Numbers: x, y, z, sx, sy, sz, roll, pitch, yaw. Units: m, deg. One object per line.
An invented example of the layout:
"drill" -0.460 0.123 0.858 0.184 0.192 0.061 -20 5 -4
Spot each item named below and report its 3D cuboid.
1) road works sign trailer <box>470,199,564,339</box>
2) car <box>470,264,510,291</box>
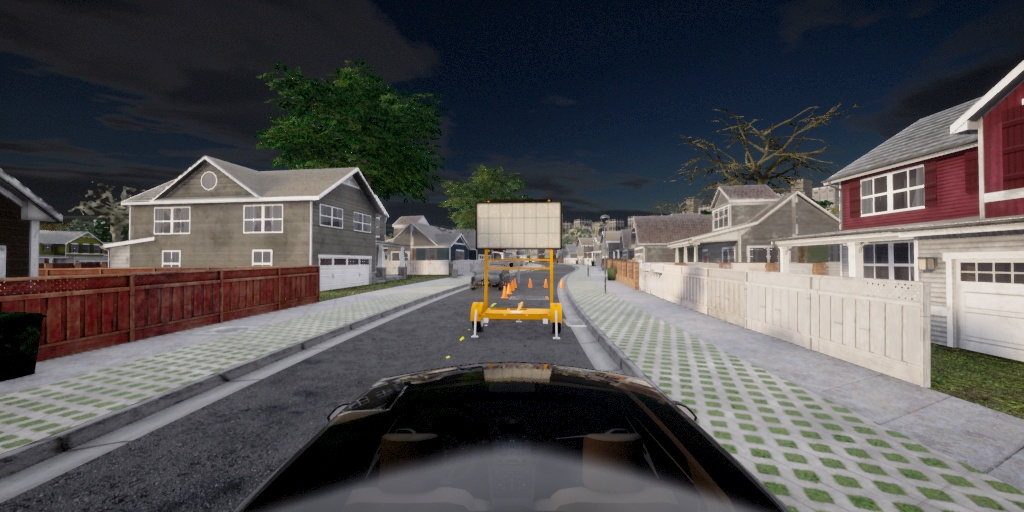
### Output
"road works sign trailer" 0.200 0.219 10.121 2.380 3.560 2.880 0 0 5
"car" -1.236 1.280 22.000 1.837 1.490 4.892 0 0 8
